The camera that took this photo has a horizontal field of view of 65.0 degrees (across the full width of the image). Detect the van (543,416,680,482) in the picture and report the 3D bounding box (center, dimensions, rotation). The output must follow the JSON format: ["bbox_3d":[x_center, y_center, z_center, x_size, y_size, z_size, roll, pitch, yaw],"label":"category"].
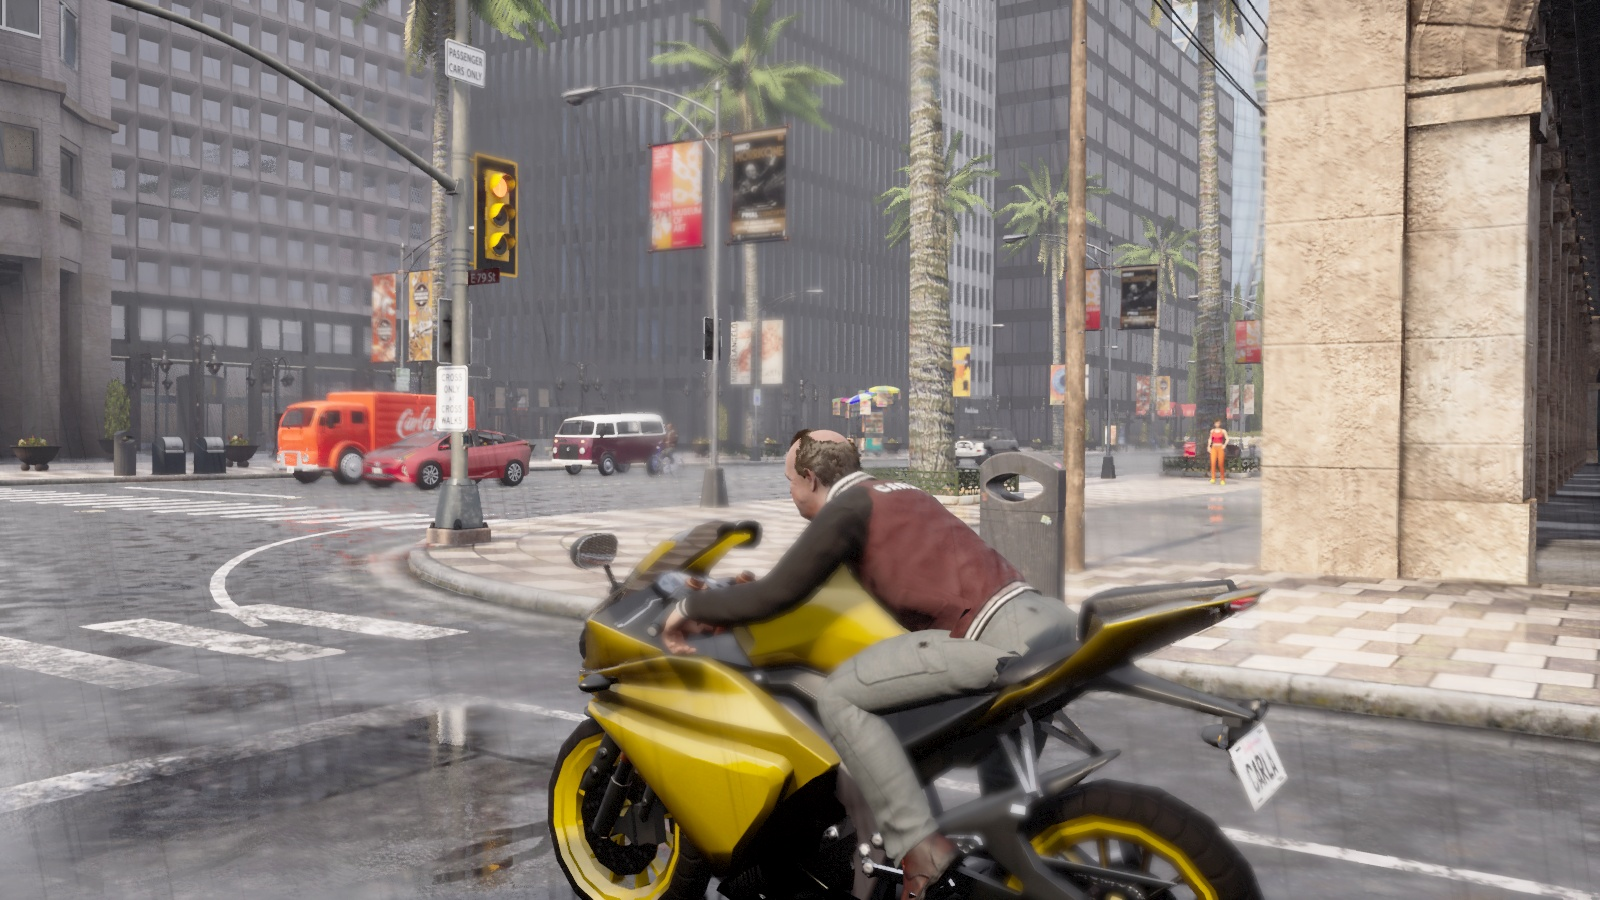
[{"bbox_3d":[-6.336,-0.080,42.716,2.069,2.038,4.480,0,2,33],"label":"van"}]

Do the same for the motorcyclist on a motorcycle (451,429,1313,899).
[{"bbox_3d":[0.146,0.718,3.421,2.191,1.530,0.866,0,1,33],"label":"motorcyclist on a motorcycle"}]

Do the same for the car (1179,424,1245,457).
[{"bbox_3d":[21.986,-0.536,66.854,2.242,1.667,4.611,0,1,33],"label":"car"}]

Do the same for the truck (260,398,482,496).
[{"bbox_3d":[-11.689,-0.122,34.589,2.627,2.467,5.204,0,1,35],"label":"truck"}]

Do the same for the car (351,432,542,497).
[{"bbox_3d":[-8.995,0.318,32.343,2.007,1.525,4.514,0,1,33],"label":"car"}]

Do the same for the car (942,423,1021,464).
[{"bbox_3d":[8.587,-0.335,58.987,1.932,1.855,4.605,0,1,33],"label":"car"}]

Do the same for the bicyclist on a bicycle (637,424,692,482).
[{"bbox_3d":[-4.250,0.098,39.523,0.659,1.776,1.843,0,-1,33],"label":"bicyclist on a bicycle"}]

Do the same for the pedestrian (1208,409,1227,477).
[{"bbox_3d":[11.391,-0.183,34.285,0.345,1.836,0.594,0,1,33],"label":"pedestrian"}]
